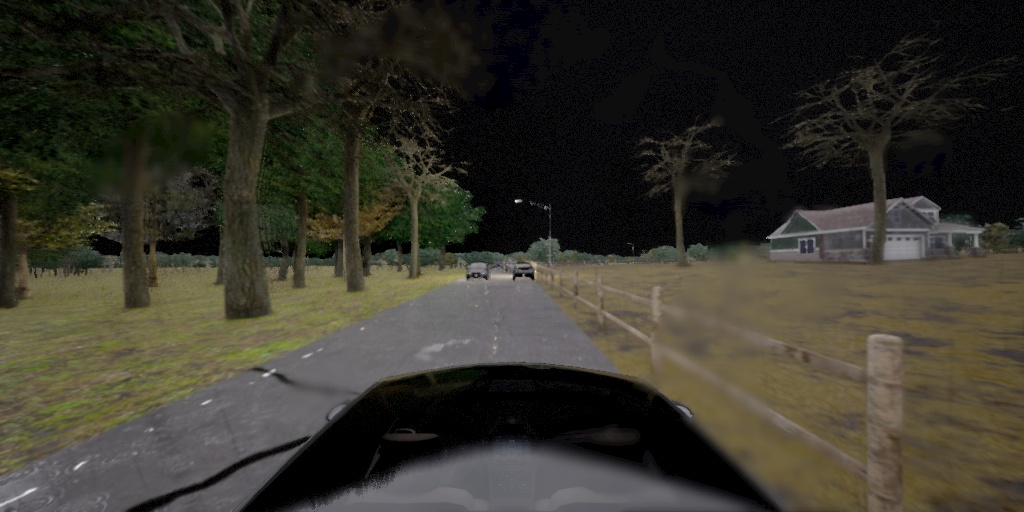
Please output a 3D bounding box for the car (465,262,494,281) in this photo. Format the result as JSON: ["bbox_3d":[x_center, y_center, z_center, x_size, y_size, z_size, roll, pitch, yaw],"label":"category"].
[{"bbox_3d":[-2.860,1.301,31.038,1.837,1.490,4.892,0,0,0],"label":"car"}]

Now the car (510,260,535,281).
[{"bbox_3d":[0.945,1.303,31.146,1.837,1.490,4.892,0,0,0],"label":"car"}]

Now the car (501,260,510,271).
[{"bbox_3d":[-0.021,1.375,50.912,2.128,1.511,4.902,0,0,0],"label":"car"}]
